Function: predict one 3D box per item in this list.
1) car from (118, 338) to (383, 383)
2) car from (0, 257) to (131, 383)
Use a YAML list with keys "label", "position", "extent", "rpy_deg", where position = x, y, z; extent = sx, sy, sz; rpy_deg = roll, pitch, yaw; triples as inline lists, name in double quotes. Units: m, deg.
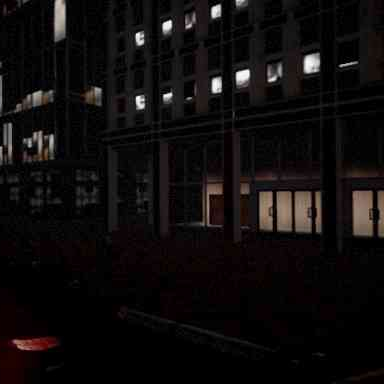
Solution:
- label: "car"
  position: [1.903, 1.558, 1.517]
  extent: [4.313, 1.339, 1.947]
  rpy_deg: [-1, 0, 35]
- label: "car"
  position: [-2.697, 1.628, 4.797]
  extent: [4.206, 1.307, 1.802]
  rpy_deg: [-1, 0, 35]
